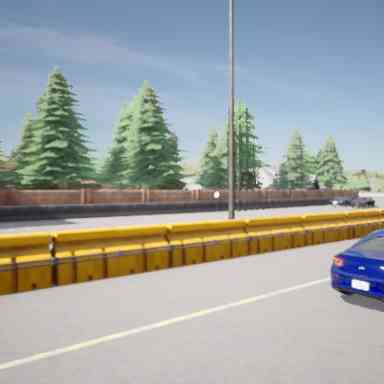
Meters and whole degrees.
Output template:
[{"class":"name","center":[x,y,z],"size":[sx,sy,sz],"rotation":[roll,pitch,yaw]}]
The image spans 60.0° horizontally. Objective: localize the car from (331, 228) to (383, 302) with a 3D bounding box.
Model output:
[{"class":"car","center":[4.929,1.500,7.323],"size":[4.674,1.442,1.812],"rotation":[0,0,-35]}]

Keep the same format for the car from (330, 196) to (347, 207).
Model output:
[{"class":"car","center":[21.582,1.352,47.858],"size":[2.128,1.511,4.902],"rotation":[0,0,45]}]

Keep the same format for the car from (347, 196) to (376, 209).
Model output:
[{"class":"car","center":[22.729,1.367,44.076],"size":[4.892,1.490,1.837],"rotation":[-1,1,-44]}]
